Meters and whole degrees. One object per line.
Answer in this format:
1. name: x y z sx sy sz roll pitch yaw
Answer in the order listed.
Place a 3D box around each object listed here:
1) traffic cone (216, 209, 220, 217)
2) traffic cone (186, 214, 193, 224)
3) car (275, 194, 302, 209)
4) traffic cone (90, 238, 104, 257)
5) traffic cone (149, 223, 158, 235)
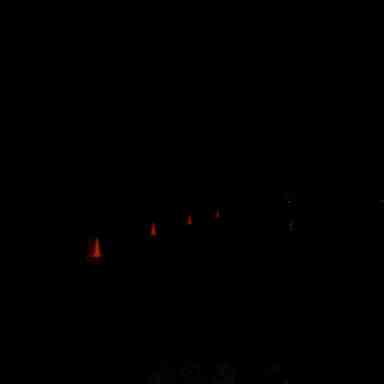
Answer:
1. traffic cone: 2.005 1.639 25.868 0.340 0.580 0.340 0 1 27
2. traffic cone: -0.147 1.720 21.121 0.340 0.580 0.340 0 1 22
3. car: 10.597 0.984 36.259 1.812 1.442 4.674 0 1 33
4. traffic cone: -3.178 1.849 11.156 0.340 0.580 0.340 0 1 12
5. traffic cone: -1.879 1.790 16.205 0.340 0.580 0.340 0 1 17
